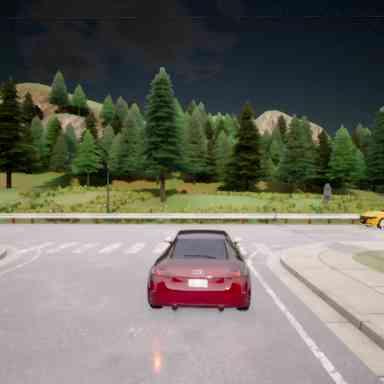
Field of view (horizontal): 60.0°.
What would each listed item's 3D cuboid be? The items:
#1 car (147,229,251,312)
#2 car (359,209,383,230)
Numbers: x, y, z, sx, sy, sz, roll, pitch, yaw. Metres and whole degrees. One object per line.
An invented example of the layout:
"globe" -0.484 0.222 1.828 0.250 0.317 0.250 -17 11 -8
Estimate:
"car" 0.241 1.563 7.822 1.994 1.385 4.181 0 0 4
"car" 12.969 1.475 20.441 5.008 1.535 1.882 0 0 1
